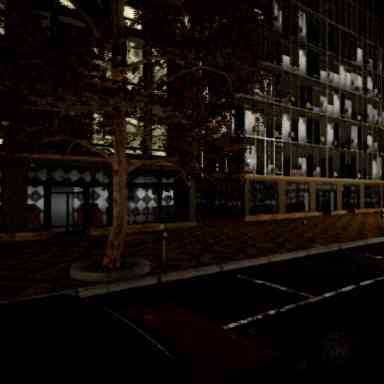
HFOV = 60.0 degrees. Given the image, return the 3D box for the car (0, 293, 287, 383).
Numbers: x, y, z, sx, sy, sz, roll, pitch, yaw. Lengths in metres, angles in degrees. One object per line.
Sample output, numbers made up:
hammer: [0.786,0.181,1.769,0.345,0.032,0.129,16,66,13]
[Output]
car: [-1.585,1.601,2.246,4.718,1.301,1.895,0,0,-36]
